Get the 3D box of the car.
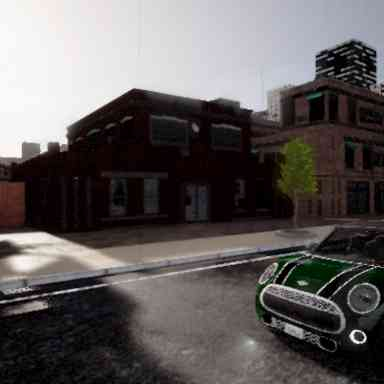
[{"bbox_3d":[3.266,1.355,5.971,4.553,1.767,2.097,0,0,-35],"label":"car"}]
